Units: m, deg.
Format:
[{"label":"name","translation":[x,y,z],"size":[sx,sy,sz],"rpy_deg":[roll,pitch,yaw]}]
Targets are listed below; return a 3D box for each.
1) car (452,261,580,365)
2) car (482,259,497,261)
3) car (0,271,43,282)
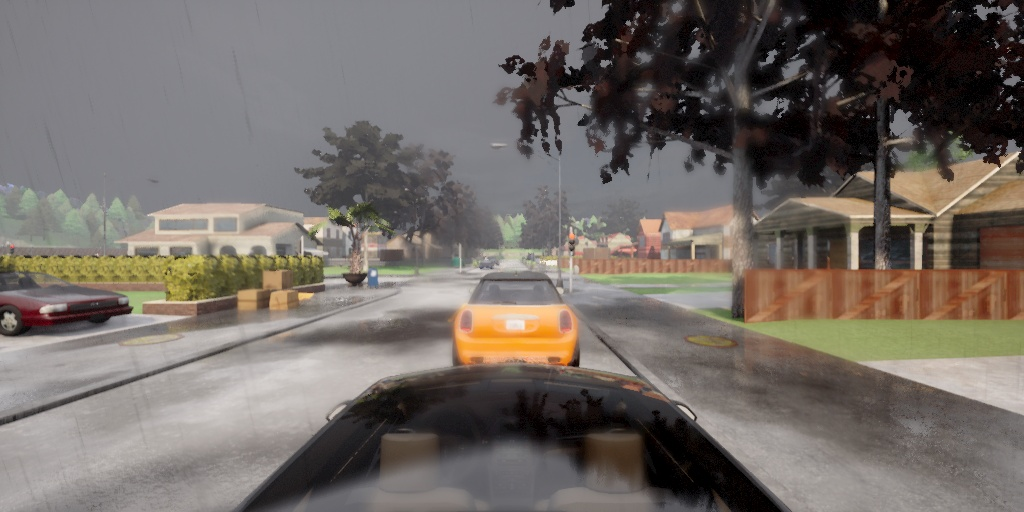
[{"label":"car","translation":[0.097,1.099,7.737],"size":[2.097,1.767,4.553],"rpy_deg":[0,0,1]},{"label":"car","translation":[-3.657,1.269,51.683],"size":[2.033,1.411,5.357],"rpy_deg":[0,0,1]},{"label":"car","translation":[-44.126,1.085,30.816],"size":[4.553,1.767,2.097],"rpy_deg":[0,0,1]}]
